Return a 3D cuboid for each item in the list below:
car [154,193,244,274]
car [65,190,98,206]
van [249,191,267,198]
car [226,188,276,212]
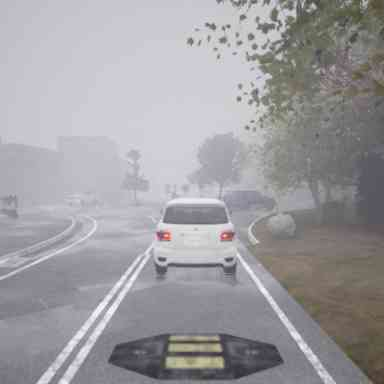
[{"bbox_3d":[0.127,1.185,10.541,2.150,2.045,5.566,0,1,1],"label":"car"},{"bbox_3d":[-14.385,0.744,43.811,2.150,2.045,5.566,-1,0,11],"label":"car"},{"bbox_3d":[18.057,0.733,91.181,4.442,1.987,1.878,0,1,1],"label":"van"},{"bbox_3d":[5.479,0.810,31.527,5.566,2.045,2.150,-1,0,-31],"label":"car"}]
